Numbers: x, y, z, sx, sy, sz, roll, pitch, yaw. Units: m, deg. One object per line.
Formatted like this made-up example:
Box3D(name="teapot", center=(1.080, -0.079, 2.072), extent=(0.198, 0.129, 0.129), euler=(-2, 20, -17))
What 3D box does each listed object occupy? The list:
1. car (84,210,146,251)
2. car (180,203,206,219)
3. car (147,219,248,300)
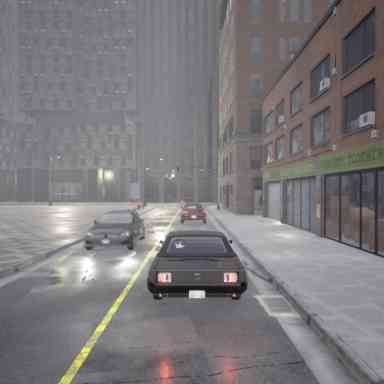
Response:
Box3D(name="car", center=(-3.103, 1.525, 14.268), extent=(1.812, 1.442, 4.674), euler=(0, 0, 0))
Box3D(name="car", center=(0.098, 1.525, 24.992), extent=(1.812, 1.442, 4.674), euler=(0, 0, 0))
Box3D(name="car", center=(0.098, 1.601, 8.350), extent=(1.895, 1.301, 4.718), euler=(0, 0, 0))
